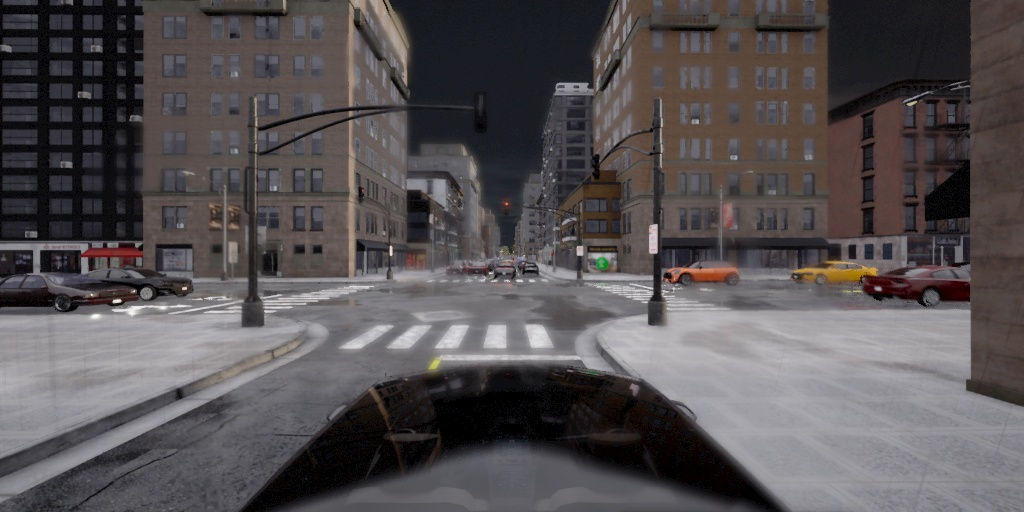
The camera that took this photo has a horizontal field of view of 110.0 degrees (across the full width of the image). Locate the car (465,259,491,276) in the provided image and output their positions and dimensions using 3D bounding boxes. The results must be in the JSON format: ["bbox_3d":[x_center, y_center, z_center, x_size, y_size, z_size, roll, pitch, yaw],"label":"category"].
[{"bbox_3d":[-3.489,1.264,37.746,1.882,1.535,5.008,0,0,0],"label":"car"}]

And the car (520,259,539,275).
[{"bbox_3d":[1.984,1.355,39.615,1.948,1.339,4.313,0,0,0],"label":"car"}]

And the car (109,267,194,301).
[{"bbox_3d":[-18.162,1.290,17.121,5.008,1.535,1.882,0,0,-1],"label":"car"}]

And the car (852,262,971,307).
[{"bbox_3d":[17.067,1.143,14.338,5.008,1.535,1.882,0,0,-1],"label":"car"}]

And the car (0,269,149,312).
[{"bbox_3d":[-17.809,1.352,13.903,5.357,1.411,2.033,0,0,3],"label":"car"}]

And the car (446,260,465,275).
[{"bbox_3d":[-6.041,1.229,39.550,1.967,1.591,4.097,0,0,0],"label":"car"}]

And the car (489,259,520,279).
[{"bbox_3d":[-0.606,1.270,32.901,2.128,1.511,4.902,0,0,1],"label":"car"}]

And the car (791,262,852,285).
[{"bbox_3d":[21.780,1.142,24.353,5.008,1.535,1.882,0,0,-1],"label":"car"}]

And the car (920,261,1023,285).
[{"bbox_3d":[31.345,1.129,24.475,4.892,1.490,1.837,0,0,-1],"label":"car"}]

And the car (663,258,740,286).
[{"bbox_3d":[12.677,1.054,24.230,4.553,1.767,2.097,0,0,-1],"label":"car"}]
